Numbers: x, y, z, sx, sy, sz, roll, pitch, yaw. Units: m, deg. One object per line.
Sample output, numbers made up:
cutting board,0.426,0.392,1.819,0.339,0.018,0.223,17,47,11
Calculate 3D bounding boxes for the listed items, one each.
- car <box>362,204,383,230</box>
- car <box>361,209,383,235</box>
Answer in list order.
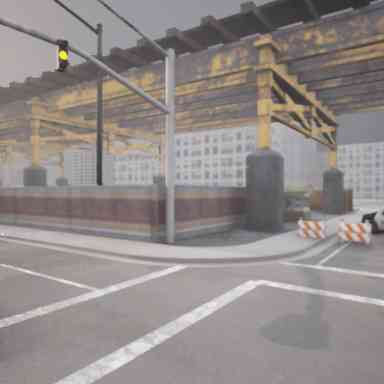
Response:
car,10.541,1.293,15.966,1.853,1.218,4.536,0,0,-11
car,10.551,1.451,15.915,2.038,1.542,4.974,0,0,-11
